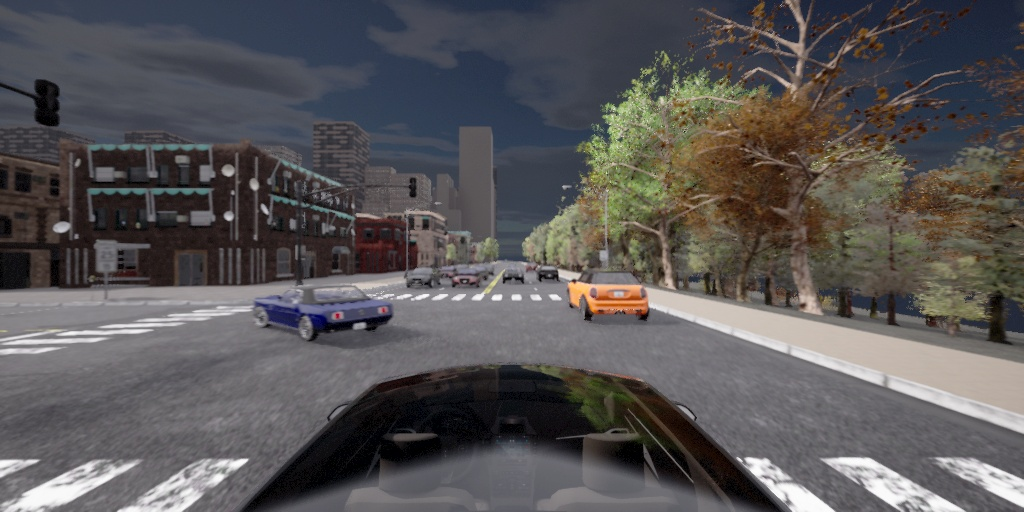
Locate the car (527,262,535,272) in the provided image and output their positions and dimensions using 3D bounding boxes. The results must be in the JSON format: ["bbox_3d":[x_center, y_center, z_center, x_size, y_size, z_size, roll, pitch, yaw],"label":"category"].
[{"bbox_3d":[3.301,1.802,59.398,2.097,1.767,4.553,0,-1,1],"label":"car"}]

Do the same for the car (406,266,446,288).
[{"bbox_3d":[-6.576,1.566,27.172,1.837,1.490,4.892,0,-1,0],"label":"car"}]

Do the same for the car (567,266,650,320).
[{"bbox_3d":[3.357,1.245,13.384,2.097,1.767,4.553,0,-1,0],"label":"car"}]

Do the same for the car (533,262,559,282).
[{"bbox_3d":[3.367,1.628,34.586,1.882,1.535,5.008,0,-1,0],"label":"car"}]

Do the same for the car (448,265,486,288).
[{"bbox_3d":[-3.325,1.626,27.261,1.994,1.385,4.181,0,-1,0],"label":"car"}]

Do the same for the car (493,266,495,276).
[{"bbox_3d":[-3.227,1.805,46.880,1.837,1.490,4.892,0,-1,0],"label":"car"}]

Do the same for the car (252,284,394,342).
[{"bbox_3d":[-5.531,1.455,10.183,4.718,1.301,1.895,-1,-1,37],"label":"car"}]

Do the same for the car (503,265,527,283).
[{"bbox_3d":[0.116,1.730,32.806,1.895,1.301,4.718,0,-1,0],"label":"car"}]

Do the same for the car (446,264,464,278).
[{"bbox_3d":[-6.558,1.746,37.144,1.994,1.385,4.181,0,-1,0],"label":"car"}]

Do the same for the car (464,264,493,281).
[{"bbox_3d":[-3.309,1.722,36.529,2.033,1.411,5.357,0,-1,0],"label":"car"}]
